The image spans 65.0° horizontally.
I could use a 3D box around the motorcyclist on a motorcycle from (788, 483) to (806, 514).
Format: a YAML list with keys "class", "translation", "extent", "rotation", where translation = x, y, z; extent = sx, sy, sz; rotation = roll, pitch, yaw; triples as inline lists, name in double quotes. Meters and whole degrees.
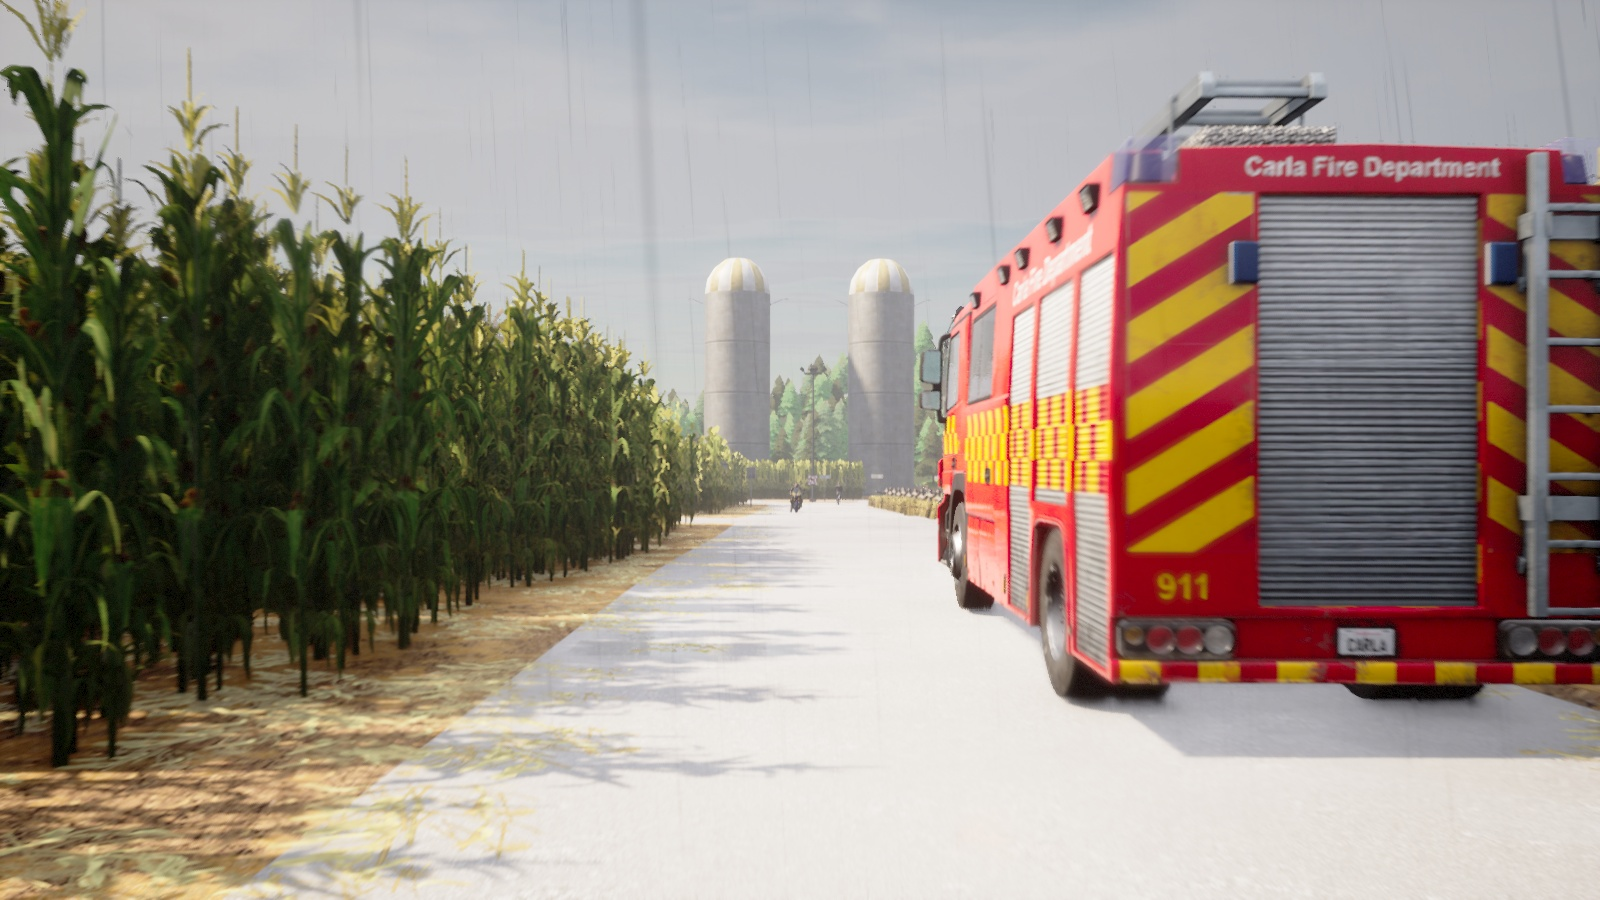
- class: "motorcyclist on a motorcycle"
  translation: [-0.152, 2.421, 63.310]
  extent: [0.866, 1.530, 2.191]
  rotation: [0, -2, 0]

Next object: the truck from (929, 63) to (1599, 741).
- class: "truck"
  translation: [3.067, -0.242, 11.334]
  extent: [2.891, 3.827, 8.468]
  rotation: [0, 0, 0]
